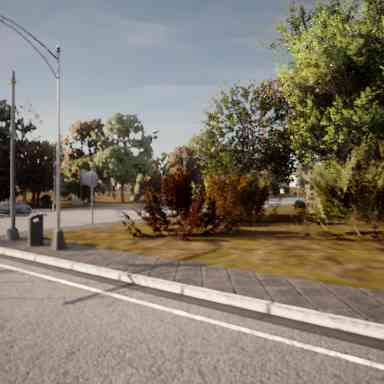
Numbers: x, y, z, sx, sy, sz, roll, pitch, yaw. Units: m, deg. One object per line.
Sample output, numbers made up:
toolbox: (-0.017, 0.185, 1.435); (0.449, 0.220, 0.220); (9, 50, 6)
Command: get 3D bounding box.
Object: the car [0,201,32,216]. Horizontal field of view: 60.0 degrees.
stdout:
car: (-16.946, 1.529, 30.334); (1.994, 1.385, 4.181); (0, 0, 32)
